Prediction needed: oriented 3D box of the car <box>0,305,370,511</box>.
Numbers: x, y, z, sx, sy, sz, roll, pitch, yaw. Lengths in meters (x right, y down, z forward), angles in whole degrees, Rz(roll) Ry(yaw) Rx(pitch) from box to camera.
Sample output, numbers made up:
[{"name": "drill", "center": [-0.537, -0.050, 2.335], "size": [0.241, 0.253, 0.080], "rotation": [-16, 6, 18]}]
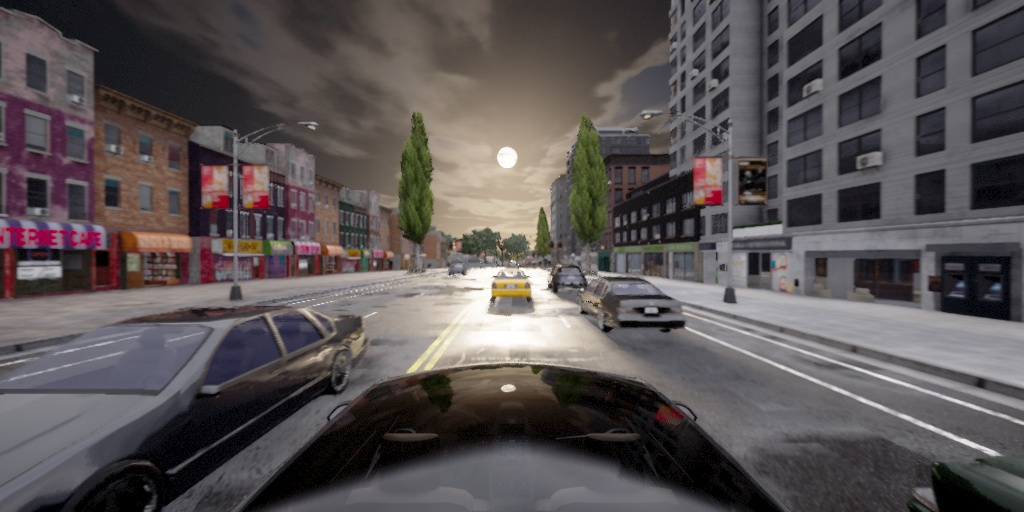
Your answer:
[{"name": "car", "center": [-3.350, 1.300, 3.874], "size": [2.033, 1.411, 5.357], "rotation": [0, 0, 0]}]

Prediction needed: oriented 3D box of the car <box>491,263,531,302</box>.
[{"name": "car", "center": [-0.038, 1.269, 17.471], "size": [1.801, 1.575, 5.366], "rotation": [0, -1, 0]}]

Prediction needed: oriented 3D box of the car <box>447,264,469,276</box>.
[{"name": "car", "center": [-6.498, 1.688, 43.741], "size": [1.812, 1.442, 4.674], "rotation": [0, -1, 0]}]

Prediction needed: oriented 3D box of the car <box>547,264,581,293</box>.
[{"name": "car", "center": [3.251, 1.282, 21.884], "size": [2.033, 1.649, 4.856], "rotation": [0, -1, 0]}]

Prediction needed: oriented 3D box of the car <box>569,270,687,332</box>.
[{"name": "car", "center": [3.251, 1.322, 10.879], "size": [2.033, 1.411, 5.357], "rotation": [0, 0, 0]}]
